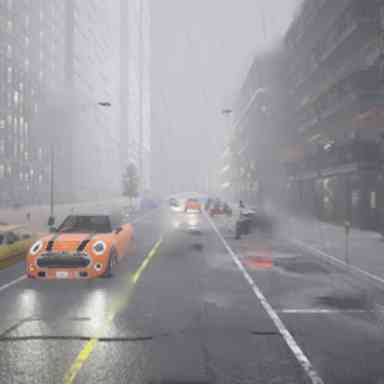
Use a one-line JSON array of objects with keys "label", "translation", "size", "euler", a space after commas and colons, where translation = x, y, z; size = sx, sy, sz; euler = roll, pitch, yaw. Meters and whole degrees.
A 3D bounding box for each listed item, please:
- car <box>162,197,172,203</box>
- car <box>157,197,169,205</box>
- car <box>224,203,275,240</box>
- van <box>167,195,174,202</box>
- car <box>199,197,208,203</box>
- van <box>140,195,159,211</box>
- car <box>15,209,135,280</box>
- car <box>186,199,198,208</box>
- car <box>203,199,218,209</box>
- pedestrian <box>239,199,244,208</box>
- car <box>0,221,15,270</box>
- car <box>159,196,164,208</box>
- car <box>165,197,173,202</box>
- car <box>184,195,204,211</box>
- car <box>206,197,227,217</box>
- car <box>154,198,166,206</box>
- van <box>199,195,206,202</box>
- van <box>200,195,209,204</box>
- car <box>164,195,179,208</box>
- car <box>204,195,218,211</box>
[{"label": "car", "translation": [-5.737, 1.792, 77.526], "size": [2.008, 1.369, 4.403], "euler": [1, 0, 0]}, {"label": "car", "translation": [-5.729, 1.780, 66.234], "size": [1.947, 1.339, 4.313], "euler": [1, 0, 0]}, {"label": "car", "translation": [2.987, 1.573, 17.502], "size": [1.837, 1.490, 4.892], "euler": [0, 0, 0]}, {"label": "van", "translation": [-5.742, 1.606, 88.819], "size": [1.690, 1.788, 3.998], "euler": [1, 0, 0]}, {"label": "car", "translation": [2.644, 1.793, 77.557], "size": [2.008, 1.369, 4.403], "euler": [1, 0, 0]}, {"label": "van", "translation": [-5.711, 1.495, 43.649], "size": [1.690, 1.788, 3.998], "euler": [1, 0, 0]}, {"label": "car", "translation": [-3.107, 1.392, 10.200], "size": [2.097, 1.767, 4.553], "euler": [0, 0, 0]}, {"label": "car", "translation": [-0.037, 1.782, 53.127], "size": [1.895, 1.301, 4.718], "euler": [0, 0, 0]}, {"label": "car", "translation": [2.663, 1.716, 49.324], "size": [1.887, 1.381, 4.507], "euler": [1, 0, 0]}, {"label": "pedestrian", "translation": [2.985, 1.371, 20.457], "size": [0.375, 1.860, 0.375], "euler": [1, -1, 0]}, {"label": "car", "translation": [-5.690, 1.563, 9.600], "size": [1.752, 1.417, 4.829], "euler": [1, 0, 0]}, {"label": "car", "translation": [-5.717, 1.715, 49.295], "size": [1.887, 1.381, 4.507], "euler": [1, 0, 0]}, {"label": "car", "translation": [-5.741, 1.836, 83.172], "size": [1.802, 1.307, 4.206], "euler": [1, 0, 0]}, {"label": "car", "translation": [0.058, 1.502, 42.415], "size": [2.097, 1.767, 4.553], "euler": [0, 0, -2]}, {"label": "car", "translation": [2.676, 1.559, 32.384], "size": [1.967, 1.590, 4.097], "euler": [1, 0, 0]}, {"label": "car", "translation": [-5.726, 1.782, 60.586], "size": [1.802, 1.307, 4.206], "euler": [1, 0, 0]}, {"label": "van", "translation": [2.643, 1.596, 83.203], "size": [1.690, 1.788, 3.998], "euler": [1, 0, 0]}, {"label": "van", "translation": [2.650, 1.570, 71.910], "size": [1.690, 1.788, 3.998], "euler": [1, 0, 0]}, {"label": "car", "translation": [-3.095, 1.684, 52.882], "size": [1.837, 1.490, 4.892], "euler": [0, 0, 0]}, {"label": "car", "translation": [2.670, 1.469, 43.676], "size": [2.192, 1.841, 5.009], "euler": [1, 0, 0]}]
